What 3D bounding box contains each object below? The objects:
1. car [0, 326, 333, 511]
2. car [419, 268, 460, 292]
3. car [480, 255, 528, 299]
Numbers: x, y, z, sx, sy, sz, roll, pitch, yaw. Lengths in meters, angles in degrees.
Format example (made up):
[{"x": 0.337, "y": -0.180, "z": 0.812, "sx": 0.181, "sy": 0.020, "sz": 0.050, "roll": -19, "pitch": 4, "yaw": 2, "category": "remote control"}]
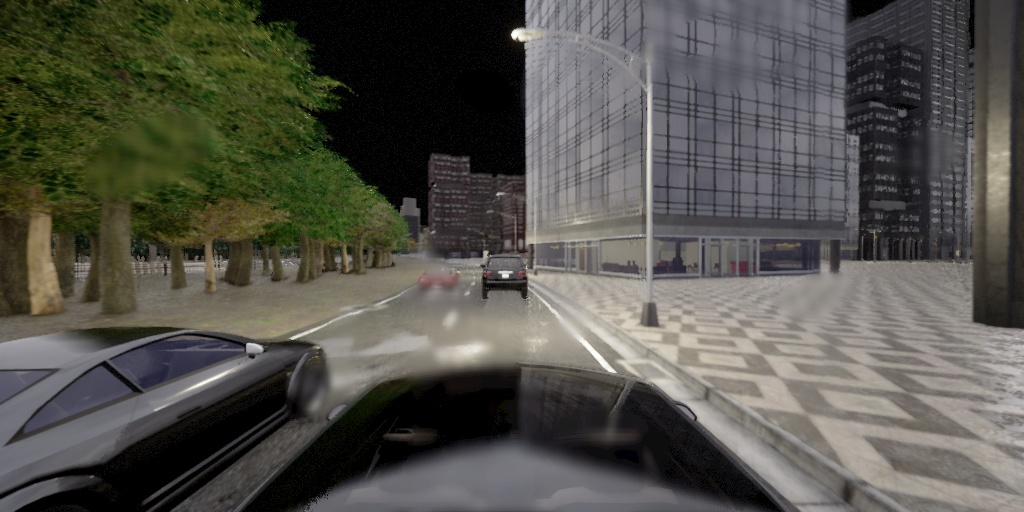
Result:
[{"x": -3.441, "y": 1.318, "z": 3.222, "sx": 1.994, "sy": 1.385, "sz": 4.181, "roll": 0, "pitch": 0, "yaw": 0, "category": "car"}, {"x": -4.111, "y": 1.356, "z": 21.181, "sx": 1.895, "sy": 1.301, "sz": 4.718, "roll": 0, "pitch": 0, "yaw": -4, "category": "car"}, {"x": -0.433, "y": 0.969, "z": 18.417, "sx": 2.150, "sy": 2.045, "sz": 5.566, "roll": 0, "pitch": 0, "yaw": -3, "category": "car"}]
